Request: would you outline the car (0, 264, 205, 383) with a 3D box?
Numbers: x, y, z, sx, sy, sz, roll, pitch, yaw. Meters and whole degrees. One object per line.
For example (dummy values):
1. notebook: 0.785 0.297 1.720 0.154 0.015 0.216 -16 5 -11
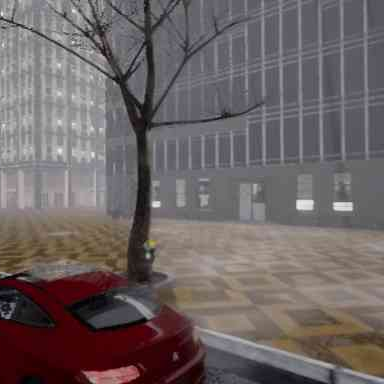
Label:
1. car: -1.806 1.593 4.170 4.206 1.307 1.802 0 -1 36
